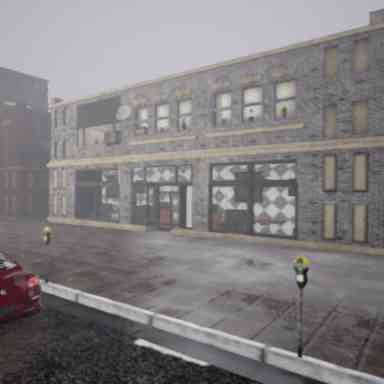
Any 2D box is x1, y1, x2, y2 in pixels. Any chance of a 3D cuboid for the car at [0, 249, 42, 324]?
[{"bbox_3d":[-4.359,1.545,5.977,4.206,1.307,1.802,0,1,35],"label":"car"}]
